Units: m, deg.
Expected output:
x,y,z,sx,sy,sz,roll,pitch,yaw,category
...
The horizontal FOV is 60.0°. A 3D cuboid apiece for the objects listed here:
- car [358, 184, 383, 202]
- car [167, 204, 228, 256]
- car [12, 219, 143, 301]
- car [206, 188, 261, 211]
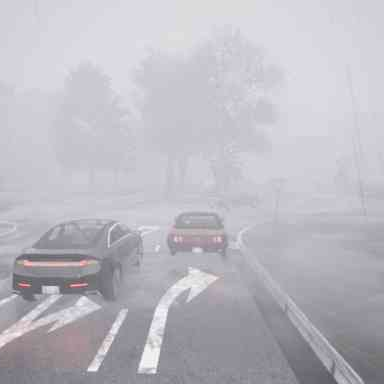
x,y,z,sx,sy,sz,roll,pitch,yaw,category
17.266,0.022,29.888,4.902,1.511,2.128,-2,5,-20,car
0.259,1.387,12.330,1.895,1.301,4.718,0,2,2,car
-2.399,1.410,8.124,2.128,1.511,4.902,0,1,1,car
3.197,0.481,24.908,4.902,1.511,2.128,-4,6,-41,car
